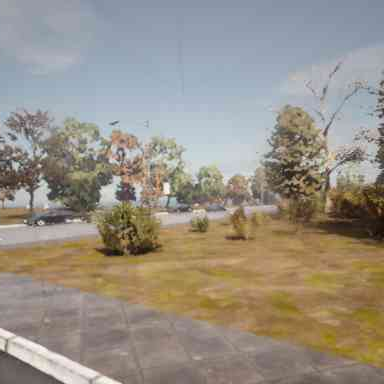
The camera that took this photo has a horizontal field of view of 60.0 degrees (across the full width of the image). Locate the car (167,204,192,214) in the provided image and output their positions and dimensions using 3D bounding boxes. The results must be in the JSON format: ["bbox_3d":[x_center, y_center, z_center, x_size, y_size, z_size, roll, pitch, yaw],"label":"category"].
[{"bbox_3d":[-1.885,2.554,50.923,1.882,1.535,5.008,-3,-2,33],"label":"car"}]

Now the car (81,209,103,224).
[{"bbox_3d":[-8.623,2.373,33.748,2.033,1.411,5.357,-3,-2,32],"label":"car"}]

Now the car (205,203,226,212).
[{"bbox_3d":[3.691,2.524,53.132,1.994,1.385,4.181,-3,-2,33],"label":"car"}]

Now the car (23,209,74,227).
[{"bbox_3d":[-13.803,2.472,32.164,1.837,1.490,4.892,-3,-2,33],"label":"car"}]
